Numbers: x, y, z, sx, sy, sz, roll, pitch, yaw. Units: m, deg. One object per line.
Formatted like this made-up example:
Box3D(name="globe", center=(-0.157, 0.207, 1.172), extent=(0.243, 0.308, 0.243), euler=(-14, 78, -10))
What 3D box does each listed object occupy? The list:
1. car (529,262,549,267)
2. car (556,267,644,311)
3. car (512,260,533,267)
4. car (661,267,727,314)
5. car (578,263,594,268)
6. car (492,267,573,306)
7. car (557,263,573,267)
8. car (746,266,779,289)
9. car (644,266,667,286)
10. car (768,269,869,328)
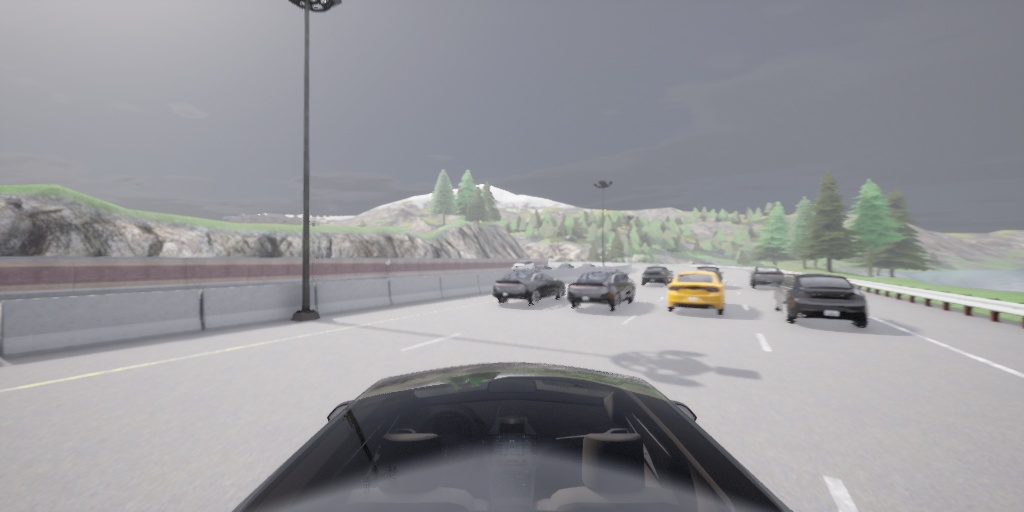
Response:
Box3D(name="car", center=(4.960, 2.069, 59.610), extent=(1.994, 1.385, 4.181), euler=(-1, -1, 28))
Box3D(name="car", center=(3.982, 1.406, 15.464), extent=(2.128, 1.511, 4.902), euler=(-1, -1, 31))
Box3D(name="car", center=(1.986, 1.768, 61.415), extent=(2.150, 2.045, 5.566), euler=(-1, -1, 28))
Box3D(name="car", center=(7.598, 1.361, 14.697), extent=(1.882, 1.535, 5.008), euler=(-1, -1, 31))
Box3D(name="car", center=(12.142, 1.927, 58.327), extent=(1.882, 1.535, 5.008), euler=(-1, -1, 27))
Box3D(name="car", center=(0.960, 1.447, 17.230), extent=(2.128, 1.511, 4.902), euler=(-1, -1, 31))
Box3D(name="car", center=(8.795, 1.986, 59.426), extent=(1.837, 1.490, 4.892), euler=(-1, 0, 27))
Box3D(name="car", center=(17.588, 1.459, 24.890), extent=(2.128, 1.511, 4.902), euler=(-1, -1, 31))
Box3D(name="car", center=(11.555, 1.554, 28.438), extent=(1.837, 1.490, 4.892), euler=(-1, -1, 31))
Box3D(name="car", center=(10.044, 1.340, 11.964), extent=(1.837, 1.490, 4.892), euler=(-1, -1, 31))
